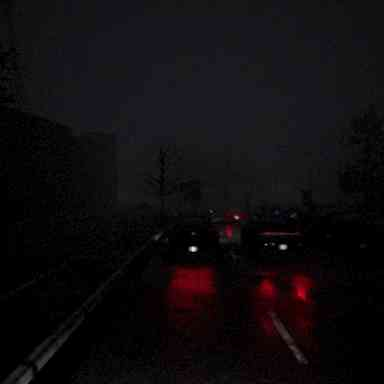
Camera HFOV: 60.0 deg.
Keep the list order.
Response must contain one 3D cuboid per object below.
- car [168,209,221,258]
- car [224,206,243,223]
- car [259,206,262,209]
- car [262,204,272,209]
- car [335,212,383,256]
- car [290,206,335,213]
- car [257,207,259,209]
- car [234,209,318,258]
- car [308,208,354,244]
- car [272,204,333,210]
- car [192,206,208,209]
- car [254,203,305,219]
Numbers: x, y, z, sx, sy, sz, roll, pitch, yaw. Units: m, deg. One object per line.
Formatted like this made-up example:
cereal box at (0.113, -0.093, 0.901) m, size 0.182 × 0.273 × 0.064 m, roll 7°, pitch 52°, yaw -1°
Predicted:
car at (0.112, 1.664, 13.556) m, size 1.837 × 1.490 × 4.892 m, roll 0°, pitch 0°, yaw 2°
car at (3.768, 1.910, 28.876) m, size 1.812 × 1.442 × 4.674 m, roll 0°, pitch -1°, yaw 4°
car at (8.849, 1.941, 29.808) m, size 4.674 × 1.452 × 2.002 m, roll 1°, pitch -1°, yaw -15°
car at (8.650, 1.851, 26.866) m, size 5.008 × 1.535 × 2.097 m, roll 1°, pitch -1°, yaw -16°
car at (8.102, 1.627, 12.107) m, size 4.892 × 1.521 × 2.231 m, roll 1°, pitch -1°, yaw -19°
car at (8.239, 1.713, 18.020) m, size 4.892 × 1.521 × 2.231 m, roll 1°, pitch -1°, yaw -18°
car at (9.059, 1.952, 32.760) m, size 4.892 × 1.521 × 2.231 m, roll 1°, pitch -1°, yaw -15°
car at (3.113, 1.653, 13.532) m, size 2.128 × 1.511 × 4.902 m, roll 0°, pitch -1°, yaw 2°
car at (8.157, 1.669, 15.065) m, size 4.892 × 1.521 × 2.231 m, roll 1°, pitch -1°, yaw -18°
car at (8.525, 1.679, 23.927) m, size 4.553 × 1.767 × 2.185 m, roll 1°, pitch -1°, yaw -17°
car at (0.654, 1.900, 27.608) m, size 2.033 × 1.411 × 5.357 m, roll 0°, pitch -1°, yaw 4°
car at (9.343, 2.034, 35.712) m, size 4.792 × 1.488 × 2.163 m, roll 1°, pitch -1°, yaw -15°
